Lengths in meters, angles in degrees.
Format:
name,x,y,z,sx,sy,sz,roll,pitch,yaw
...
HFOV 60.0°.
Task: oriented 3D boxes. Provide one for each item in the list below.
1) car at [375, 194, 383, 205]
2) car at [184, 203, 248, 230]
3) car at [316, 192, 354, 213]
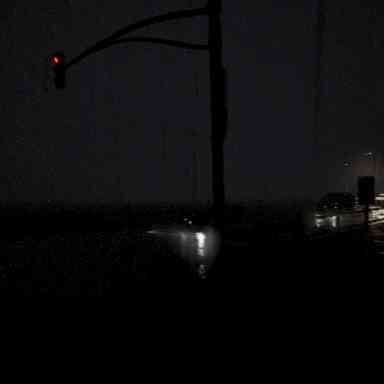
name,x,y,z,sx,sy,sz,roll,pitch,yaw
car,26.958,1.038,46.645,1.812,1.442,4.674,-1,0,45
car,1.614,1.491,21.086,4.892,1.490,1.837,-2,0,-44
car,15.040,1.056,34.683,2.150,2.045,5.566,-1,0,45
